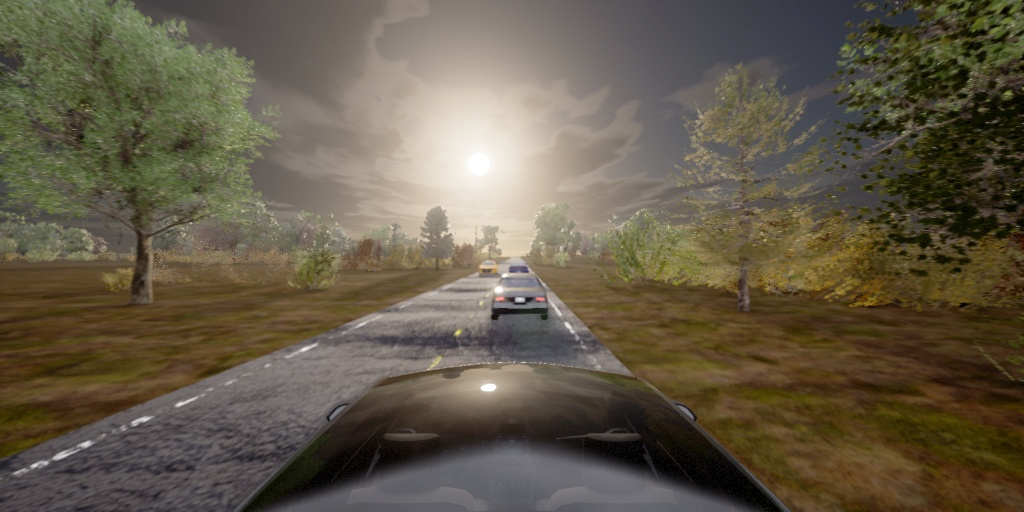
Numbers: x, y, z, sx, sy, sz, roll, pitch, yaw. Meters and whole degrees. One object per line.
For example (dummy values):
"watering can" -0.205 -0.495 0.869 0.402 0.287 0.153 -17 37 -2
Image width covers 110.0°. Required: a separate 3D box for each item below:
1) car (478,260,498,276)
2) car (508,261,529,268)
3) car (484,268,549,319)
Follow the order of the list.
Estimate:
"car" -2.496 1.259 38.638 1.882 1.535 5.008 0 0 1
"car" 0.635 1.263 35.061 1.882 1.535 5.008 0 0 1
"car" 0.256 1.313 12.847 2.033 1.411 5.357 0 0 1
